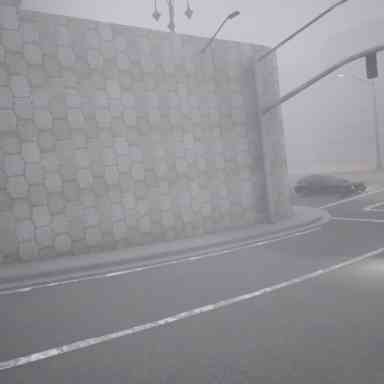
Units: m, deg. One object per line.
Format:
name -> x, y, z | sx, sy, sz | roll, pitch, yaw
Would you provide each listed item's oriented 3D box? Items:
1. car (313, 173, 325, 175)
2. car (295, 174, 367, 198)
car -> 10.977, -0.896, 28.427 | 1.994, 1.385, 4.181 | -10, 6, -35
car -> 9.896, -0.345, 23.951 | 1.895, 1.301, 4.718 | -10, 6, -35
